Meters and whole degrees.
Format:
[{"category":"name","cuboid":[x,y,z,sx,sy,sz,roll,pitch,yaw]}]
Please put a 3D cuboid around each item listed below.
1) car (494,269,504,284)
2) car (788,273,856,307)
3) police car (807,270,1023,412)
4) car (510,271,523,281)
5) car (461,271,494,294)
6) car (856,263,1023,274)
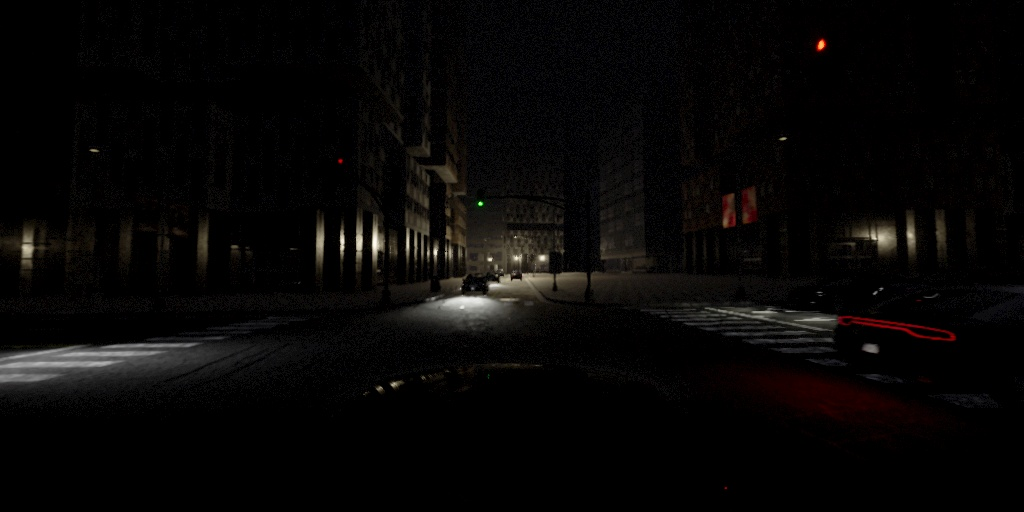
[{"category":"car","cuboid":[-2.530,2.761,46.484,2.128,1.511,4.902,0,-2,1]},{"category":"car","cuboid":[14.517,1.441,15.131,5.008,1.535,1.882,-2,-3,1]},{"category":"police car","cuboid":[7.860,1.096,5.299,5.238,1.638,1.930,-1,-3,0]},{"category":"car","cuboid":[0.710,3.157,56.594,2.033,1.411,5.357,0,-2,1]},{"category":"car","cuboid":[-2.839,2.166,28.491,2.128,1.511,4.902,0,-2,0]},{"category":"car","cuboid":[14.823,1.161,11.890,4.553,1.767,2.097,-1,-3,0]}]
